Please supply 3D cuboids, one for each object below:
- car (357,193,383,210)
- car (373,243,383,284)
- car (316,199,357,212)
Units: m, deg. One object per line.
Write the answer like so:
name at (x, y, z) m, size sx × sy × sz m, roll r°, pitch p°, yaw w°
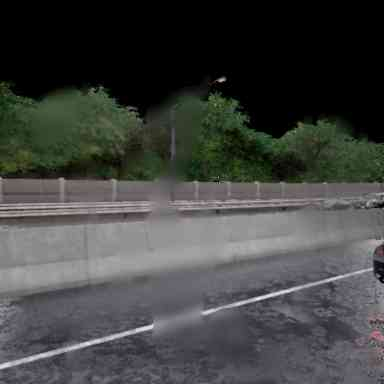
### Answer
car at (18.984, 1.131, 34.043) m, size 5.566 × 2.045 × 2.150 m, roll -1°, pitch 1°, yaw -34°
car at (6.362, 1.504, 8.212) m, size 4.892 × 1.490 × 1.837 m, roll 0°, pitch 0°, yaw -35°
car at (15.309, 1.451, 35.792) m, size 4.674 × 1.442 × 1.812 m, roll 0°, pitch 0°, yaw -34°
